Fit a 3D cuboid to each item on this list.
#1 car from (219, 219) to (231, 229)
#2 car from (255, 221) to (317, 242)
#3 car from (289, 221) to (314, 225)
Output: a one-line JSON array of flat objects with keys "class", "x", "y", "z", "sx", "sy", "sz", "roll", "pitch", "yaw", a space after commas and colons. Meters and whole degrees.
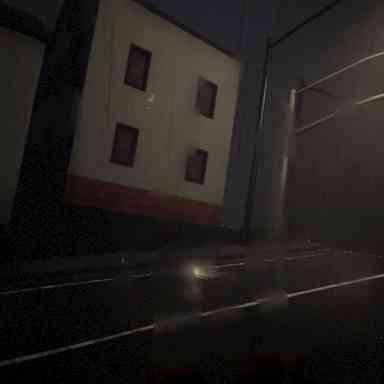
[{"class": "car", "x": 2.372, "y": 3.566, "z": 37.293, "sx": 1.837, "sy": 1.490, "sz": 4.892, "roll": 13, "pitch": -7, "yaw": -35}, {"class": "car", "x": 8.038, "y": 3.578, "z": 29.278, "sx": 2.033, "sy": 1.411, "sz": 5.357, "roll": 12, "pitch": -7, "yaw": -35}, {"class": "car", "x": 9.707, "y": 3.913, "z": 33.221, "sx": 2.150, "sy": 2.045, "sz": 5.566, "roll": 12, "pitch": -7, "yaw": -34}]
